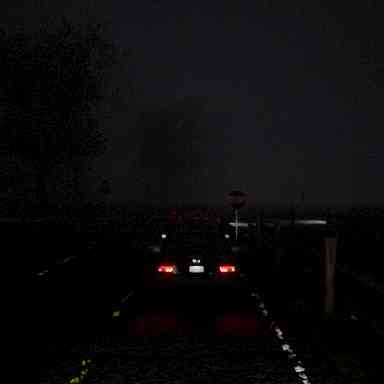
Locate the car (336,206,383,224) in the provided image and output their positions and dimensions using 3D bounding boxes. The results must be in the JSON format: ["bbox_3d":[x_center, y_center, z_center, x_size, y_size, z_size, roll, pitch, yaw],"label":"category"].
[{"bbox_3d":[13.761,1.784,26.414,4.181,1.385,1.994,1,0,2],"label":"car"}]

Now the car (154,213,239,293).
[{"bbox_3d":[0.096,1.547,8.984,2.033,1.411,5.357,0,0,0],"label":"car"}]

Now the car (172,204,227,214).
[{"bbox_3d":[0.572,1.592,23.991,4.181,1.385,1.994,1,0,2],"label":"car"}]
